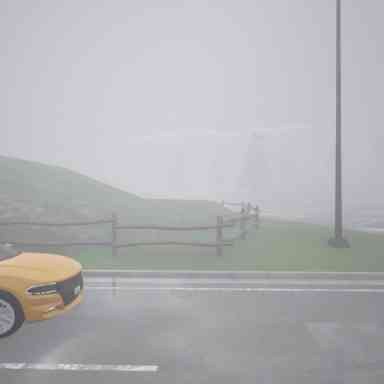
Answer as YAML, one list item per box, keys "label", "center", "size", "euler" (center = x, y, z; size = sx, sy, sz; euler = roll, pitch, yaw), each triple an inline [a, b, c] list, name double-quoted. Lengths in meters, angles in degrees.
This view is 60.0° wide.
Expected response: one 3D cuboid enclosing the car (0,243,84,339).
- label: "car"
  center: [-4.539, 1.478, 6.035]
  size: [5.008, 1.535, 1.882]
  euler: [0, 0, 2]
